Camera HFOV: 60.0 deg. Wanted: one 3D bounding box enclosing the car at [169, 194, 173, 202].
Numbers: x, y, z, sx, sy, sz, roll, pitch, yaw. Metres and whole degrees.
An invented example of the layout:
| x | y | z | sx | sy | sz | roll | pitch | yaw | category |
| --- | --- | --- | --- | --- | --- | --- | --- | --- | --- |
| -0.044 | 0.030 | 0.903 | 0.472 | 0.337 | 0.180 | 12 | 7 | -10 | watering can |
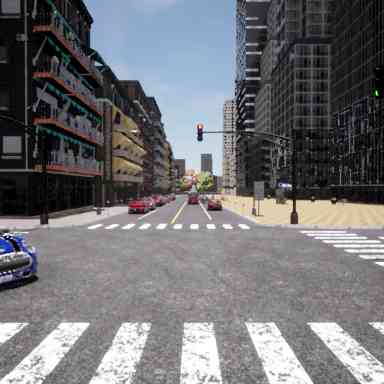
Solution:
| x | y | z | sx | sy | sz | roll | pitch | yaw | category |
| --- | --- | --- | --- | --- | --- | --- | --- | --- | --- |
| -5.552 | 1.583 | 69.295 | 1.802 | 1.307 | 4.206 | -1 | 0 | 0 | car |

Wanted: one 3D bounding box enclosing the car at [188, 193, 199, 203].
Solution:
| x | y | z | sx | sy | sz | roll | pitch | yaw | category |
| --- | --- | --- | --- | --- | --- | --- | --- | --- | --- |
| 0.265 | 1.223 | 70.034 | 2.150 | 2.045 | 5.566 | 0 | 0 | 0 | car |

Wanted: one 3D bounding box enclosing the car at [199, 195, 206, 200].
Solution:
| x | y | z | sx | sy | sz | roll | pitch | yaw | category |
| --- | --- | --- | --- | --- | --- | --- | --- | --- | --- |
| 2.843 | 1.534 | 92.100 | 1.752 | 1.417 | 4.829 | -1 | 0 | 0 | car |

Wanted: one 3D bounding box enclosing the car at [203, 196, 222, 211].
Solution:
| x | y | z | sx | sy | sz | roll | pitch | yaw | category |
| --- | --- | --- | --- | --- | --- | --- | --- | --- | --- |
| 2.734 | 1.540 | 41.089 | 1.887 | 1.381 | 4.507 | -1 | 0 | 0 | car |

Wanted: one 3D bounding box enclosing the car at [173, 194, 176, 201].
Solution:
| x | y | z | sx | sy | sz | roll | pitch | yaw | category |
| --- | --- | --- | --- | --- | --- | --- | --- | --- | --- |
| -5.520 | 1.322 | 86.241 | 2.192 | 1.841 | 5.009 | -1 | 0 | 0 | car |

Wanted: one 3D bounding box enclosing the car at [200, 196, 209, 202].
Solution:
| x | y | z | sx | sy | sz | roll | pitch | yaw | category |
| --- | --- | --- | --- | --- | --- | --- | --- | --- | --- |
| 2.807 | 1.548 | 74.983 | 1.887 | 1.381 | 4.507 | -1 | 0 | 0 | car |

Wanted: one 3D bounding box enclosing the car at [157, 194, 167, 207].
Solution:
| x | y | z | sx | sy | sz | roll | pitch | yaw | category |
| --- | --- | --- | --- | --- | --- | --- | --- | --- | --- |
| -5.592 | 1.312 | 52.348 | 2.192 | 1.841 | 5.009 | -1 | 0 | 0 | car |

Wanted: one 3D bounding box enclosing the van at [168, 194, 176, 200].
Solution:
| x | y | z | sx | sy | sz | roll | pitch | yaw | category |
| --- | --- | --- | --- | --- | --- | --- | --- | --- | --- |
| -5.507 | 1.350 | 91.889 | 1.690 | 1.788 | 3.998 | -1 | 0 | 0 | van |

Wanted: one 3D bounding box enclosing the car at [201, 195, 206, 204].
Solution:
| x | y | z | sx | sy | sz | roll | pitch | yaw | category |
| --- | --- | --- | --- | --- | --- | --- | --- | --- | --- |
| 2.783 | 1.551 | 63.685 | 2.008 | 1.369 | 4.403 | -1 | 0 | 0 | car |

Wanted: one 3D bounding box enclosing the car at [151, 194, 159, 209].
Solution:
| x | y | z | sx | sy | sz | roll | pitch | yaw | category |
| --- | --- | --- | --- | --- | --- | --- | --- | --- | --- |
| -5.615 | 1.436 | 41.049 | 1.967 | 1.590 | 4.097 | -1 | 0 | 0 | car |

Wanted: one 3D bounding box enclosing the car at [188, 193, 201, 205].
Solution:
| x | y | z | sx | sy | sz | roll | pitch | yaw | category |
| --- | --- | --- | --- | --- | --- | --- | --- | --- | --- |
| 0.229 | 1.477 | 59.769 | 1.882 | 1.535 | 5.008 | 0 | 0 | 0 | car |

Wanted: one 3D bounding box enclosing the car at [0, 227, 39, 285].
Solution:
| x | y | z | sx | sy | sz | roll | pitch | yaw | category |
| --- | --- | --- | --- | --- | --- | --- | --- | --- | --- |
| -6.238 | 1.421 | 8.970 | 4.553 | 1.767 | 2.097 | 1 | 1 | 32 | car |

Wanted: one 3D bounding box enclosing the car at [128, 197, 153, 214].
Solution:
| x | y | z | sx | sy | sz | roll | pitch | yaw | category |
| --- | --- | --- | --- | --- | --- | --- | --- | --- | --- |
| -5.625 | 1.540 | 35.401 | 1.887 | 1.381 | 4.507 | -1 | 0 | 0 | car |

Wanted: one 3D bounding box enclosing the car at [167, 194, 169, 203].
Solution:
| x | y | z | sx | sy | sz | roll | pitch | yaw | category |
| --- | --- | --- | --- | --- | --- | --- | --- | --- | --- |
| -5.578 | 1.439 | 57.996 | 1.967 | 1.590 | 4.097 | -1 | 0 | 0 | car |
